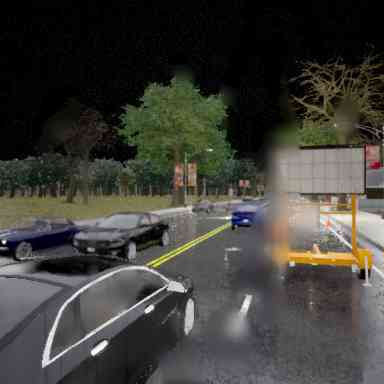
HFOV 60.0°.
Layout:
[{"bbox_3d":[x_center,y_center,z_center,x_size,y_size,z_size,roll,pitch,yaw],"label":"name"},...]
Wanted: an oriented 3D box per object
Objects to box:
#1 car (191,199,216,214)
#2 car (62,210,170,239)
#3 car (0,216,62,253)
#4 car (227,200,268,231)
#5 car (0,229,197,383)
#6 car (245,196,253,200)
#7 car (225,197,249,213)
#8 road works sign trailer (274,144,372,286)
[{"bbox_3d":[1.344,1.541,36.682,1.837,1.490,4.892,0,0,16],"label":"car"},{"bbox_3d":[-2.371,1.483,12.530,1.882,1.535,5.008,0,0,16],"label":"car"},{"bbox_3d":[-5.799,1.604,12.386,1.895,1.301,4.718,0,0,16],"label":"car"},{"bbox_3d":[3.738,1.493,21.076,1.882,1.535,5.008,0,0,16],"label":"car"},{"bbox_3d":[-1.323,1.505,3.861,1.837,1.490,4.892,0,0,16],"label":"car"},{"bbox_3d":[12.634,1.571,74.725,1.882,1.535,5.008,0,0,16],"label":"car"},{"bbox_3d":[5.036,1.569,37.722,1.812,1.442,4.674,0,0,16],"label":"car"},{"bbox_3d":[3.650,0.470,9.604,2.380,3.560,2.880,0,0,16],"label":"road works sign trailer"}]
